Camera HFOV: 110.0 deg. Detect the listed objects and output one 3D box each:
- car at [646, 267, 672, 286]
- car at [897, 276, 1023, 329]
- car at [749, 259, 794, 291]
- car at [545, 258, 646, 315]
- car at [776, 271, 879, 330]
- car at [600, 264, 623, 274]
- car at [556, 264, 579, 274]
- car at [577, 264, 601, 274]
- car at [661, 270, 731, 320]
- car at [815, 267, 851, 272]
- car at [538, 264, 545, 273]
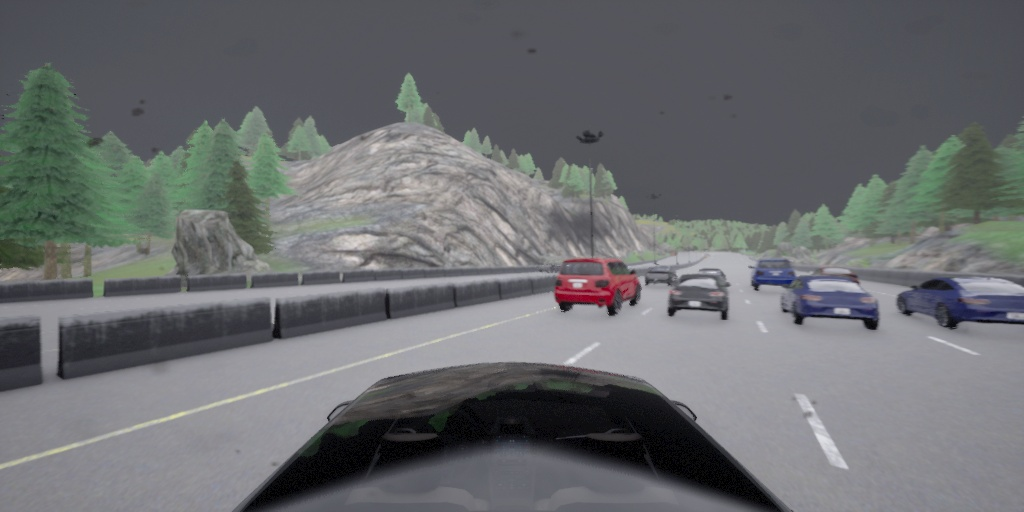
[{"bbox_3d":[11.821,1.578,28.396,2.128,1.511,4.902,-1,-1,31],"label":"car"},{"bbox_3d":[13.625,1.330,10.801,1.812,1.442,4.674,-1,-1,31],"label":"car"},{"bbox_3d":[17.305,1.222,23.948,2.150,2.045,5.566,-1,-1,31],"label":"car"},{"bbox_3d":[3.624,1.118,14.562,2.150,2.045,5.566,-1,-1,31],"label":"car"},{"bbox_3d":[9.970,1.354,11.520,1.812,1.442,4.674,-1,-2,31],"label":"car"},{"bbox_3d":[15.395,1.987,55.297,2.128,1.511,4.902,-1,-1,31],"label":"car"},{"bbox_3d":[9.100,2.042,58.389,1.882,1.535,5.008,-1,-1,31],"label":"car"},{"bbox_3d":[12.252,2.021,56.854,2.128,1.511,4.902,-1,-1,31],"label":"car"},{"bbox_3d":[6.954,1.391,13.296,1.812,1.442,4.674,-1,-2,31],"label":"car"},{"bbox_3d":[21.543,1.467,24.189,1.882,1.535,5.008,-1,-1,31],"label":"car"},{"bbox_3d":[6.048,2.105,60.090,1.837,1.490,4.892,-1,-1,31],"label":"car"}]
